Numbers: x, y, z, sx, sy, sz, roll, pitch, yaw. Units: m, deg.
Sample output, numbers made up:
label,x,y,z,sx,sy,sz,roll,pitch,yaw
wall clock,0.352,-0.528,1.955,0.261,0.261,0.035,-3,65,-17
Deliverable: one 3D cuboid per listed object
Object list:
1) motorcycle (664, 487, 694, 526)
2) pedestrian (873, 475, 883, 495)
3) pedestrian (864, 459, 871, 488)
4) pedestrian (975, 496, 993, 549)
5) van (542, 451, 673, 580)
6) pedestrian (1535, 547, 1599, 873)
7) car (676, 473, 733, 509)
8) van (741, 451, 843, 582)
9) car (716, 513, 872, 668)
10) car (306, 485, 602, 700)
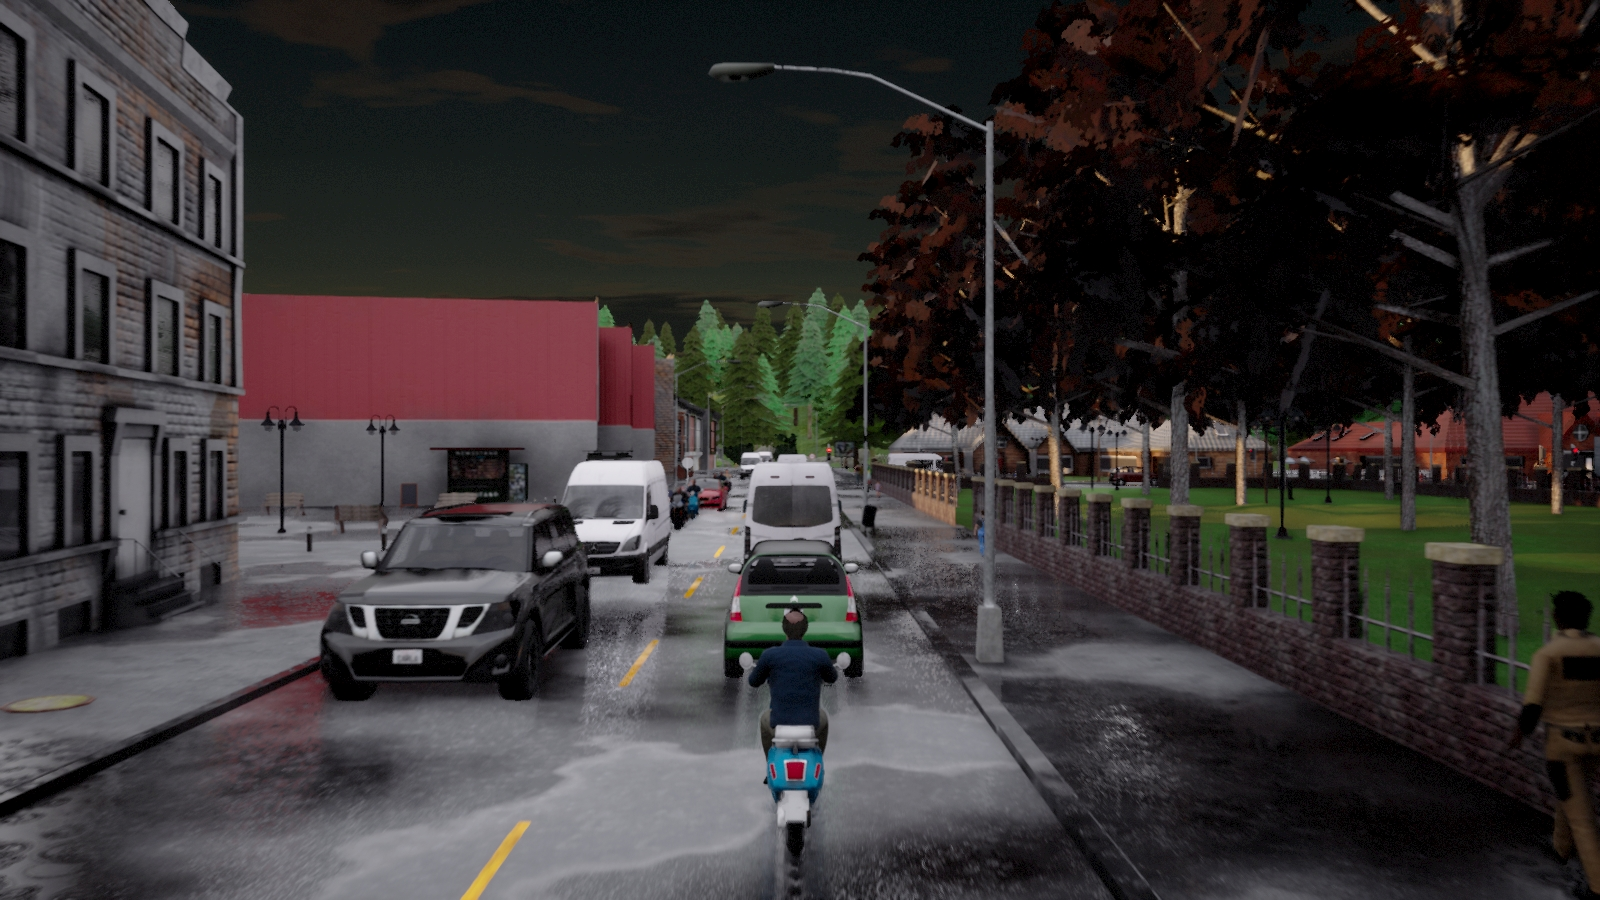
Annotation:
label,x,y,z,sx,sy,sz,roll,pitch,yaw
motorcycle,-4.273,1.985,40.532,0.867,1.251,2.209,0,0,0
pedestrian,4.260,1.904,62.284,0.500,1.100,0.500,0,0,-6
pedestrian,4.323,1.522,73.131,0.375,1.860,0.375,0,0,-1
pedestrian,4.611,1.805,28.651,0.375,1.300,0.375,0,0,0
van,-4.180,1.314,25.809,1.988,2.561,5.915,0,0,0
pedestrian,4.679,1.525,6.810,0.375,1.860,0.375,0,0,6
car,-4.352,1.841,52.607,2.231,1.480,4.892,0,0,0
van,-0.177,1.314,25.332,1.988,2.561,5.915,0,0,0
car,-0.091,1.779,15.575,1.851,1.617,3.988,0,0,0
car,-4.058,1.558,14.603,2.150,2.045,5.566,0,0,-1
